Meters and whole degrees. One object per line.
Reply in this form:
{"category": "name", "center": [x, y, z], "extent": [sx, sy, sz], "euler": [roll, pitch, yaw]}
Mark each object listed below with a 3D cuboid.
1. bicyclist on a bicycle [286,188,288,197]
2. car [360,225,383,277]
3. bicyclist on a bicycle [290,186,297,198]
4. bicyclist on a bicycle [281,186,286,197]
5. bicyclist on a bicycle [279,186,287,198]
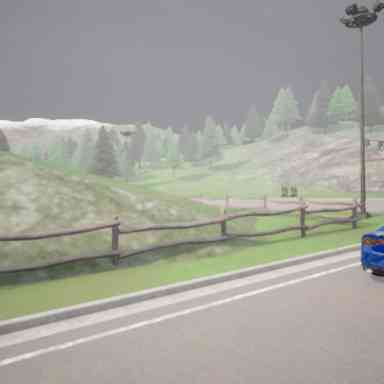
{"category": "bicyclist on a bicycle", "center": [14.386, 0.005, 47.759], "extent": [0.582, 1.620, 1.656], "euler": [0, 2, 35]}
{"category": "car", "center": [6.076, 1.180, 7.966], "extent": [5.008, 1.535, 1.882], "euler": [-2, 1, -34]}
{"category": "bicyclist on a bicycle", "center": [14.750, 0.002, 47.502], "extent": [0.582, 1.620, 1.656], "euler": [0, 2, 35]}
{"category": "bicyclist on a bicycle", "center": [13.655, 0.012, 48.268], "extent": [0.582, 1.620, 1.656], "euler": [0, 2, 35]}
{"category": "bicyclist on a bicycle", "center": [13.288, 0.015, 48.521], "extent": [0.582, 1.620, 1.656], "euler": [0, 2, 35]}
